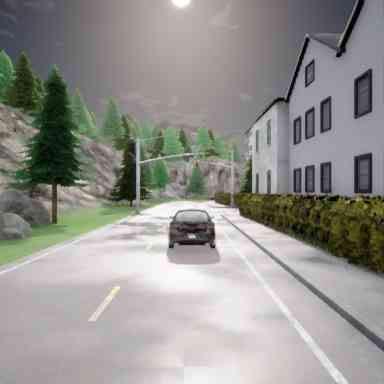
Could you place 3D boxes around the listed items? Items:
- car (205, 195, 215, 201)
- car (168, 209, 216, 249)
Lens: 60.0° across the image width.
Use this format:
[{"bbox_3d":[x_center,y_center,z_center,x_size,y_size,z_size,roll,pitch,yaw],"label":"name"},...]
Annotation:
[{"bbox_3d":[5.735,1.538,85.803,2.033,1.411,5.357,0,0,44],"label":"car"},{"bbox_3d":[0.000,1.484,14.650,1.882,1.535,5.008,0,0,0],"label":"car"}]
